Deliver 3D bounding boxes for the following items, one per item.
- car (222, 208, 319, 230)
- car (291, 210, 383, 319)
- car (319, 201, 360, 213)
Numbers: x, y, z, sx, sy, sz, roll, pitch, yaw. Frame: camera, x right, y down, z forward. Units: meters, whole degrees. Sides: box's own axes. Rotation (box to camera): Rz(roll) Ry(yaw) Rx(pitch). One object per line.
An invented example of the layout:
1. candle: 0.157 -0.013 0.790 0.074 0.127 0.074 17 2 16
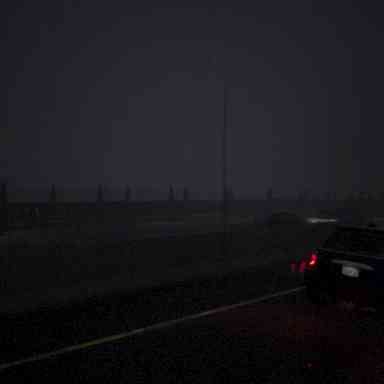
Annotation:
1. car: 3.413 1.574 15.008 4.674 1.442 1.812 0 0 -36
2. car: 4.431 1.384 6.907 4.553 1.767 2.097 0 0 -35
3. car: 13.729 1.600 31.015 5.008 1.535 1.882 0 0 -36
